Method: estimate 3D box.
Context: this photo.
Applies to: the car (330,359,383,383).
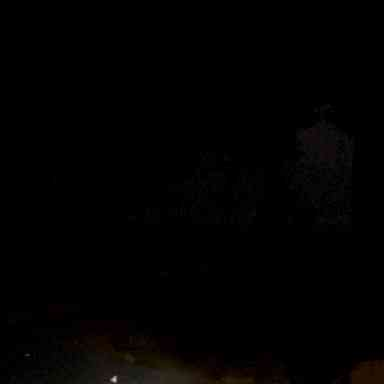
[{"bbox_3d":[3.665,1.745,1.920,5.366,1.575,1.801,1,-4,24],"label":"car"}]
